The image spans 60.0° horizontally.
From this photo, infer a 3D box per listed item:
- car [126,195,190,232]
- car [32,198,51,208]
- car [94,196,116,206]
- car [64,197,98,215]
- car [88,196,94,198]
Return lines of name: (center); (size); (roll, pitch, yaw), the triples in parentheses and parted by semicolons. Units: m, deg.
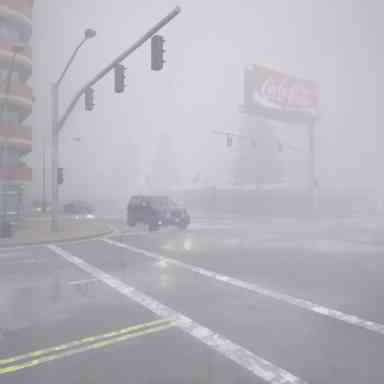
car: (-2.266, 1.222, 20.617); (2.150, 2.045, 5.566); (0, 0, -31)
car: (-21.992, 1.564, 48.577); (1.994, 1.385, 4.181); (0, 0, -35)
car: (-14.487, 1.505, 56.410); (1.837, 1.490, 4.892); (0, 0, -36)
car: (-11.660, 1.564, 34.157); (1.994, 1.385, 4.181); (0, 0, -36)
car: (-19.974, 1.478, 64.040); (1.882, 1.535, 5.008); (0, 0, -36)
